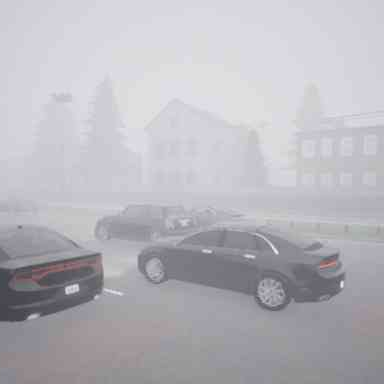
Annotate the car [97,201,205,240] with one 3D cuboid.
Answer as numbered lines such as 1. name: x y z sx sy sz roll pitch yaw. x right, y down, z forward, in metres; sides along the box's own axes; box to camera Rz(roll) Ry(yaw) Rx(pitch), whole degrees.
1. car: -2.025 1.224 14.034 4.553 1.767 2.097 1 1 35

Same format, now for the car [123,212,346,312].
1. car: 0.853 1.456 7.682 4.892 1.490 1.837 1 1 35

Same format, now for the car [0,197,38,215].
1. car: -14.577 1.126 27.283 4.902 1.511 2.128 1 1 35

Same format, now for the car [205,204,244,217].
1. car: 0.318 1.368 16.659 4.902 1.511 2.128 1 1 35

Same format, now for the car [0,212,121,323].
1. car: -3.949 1.384 6.808 5.008 1.535 1.882 1 1 35
